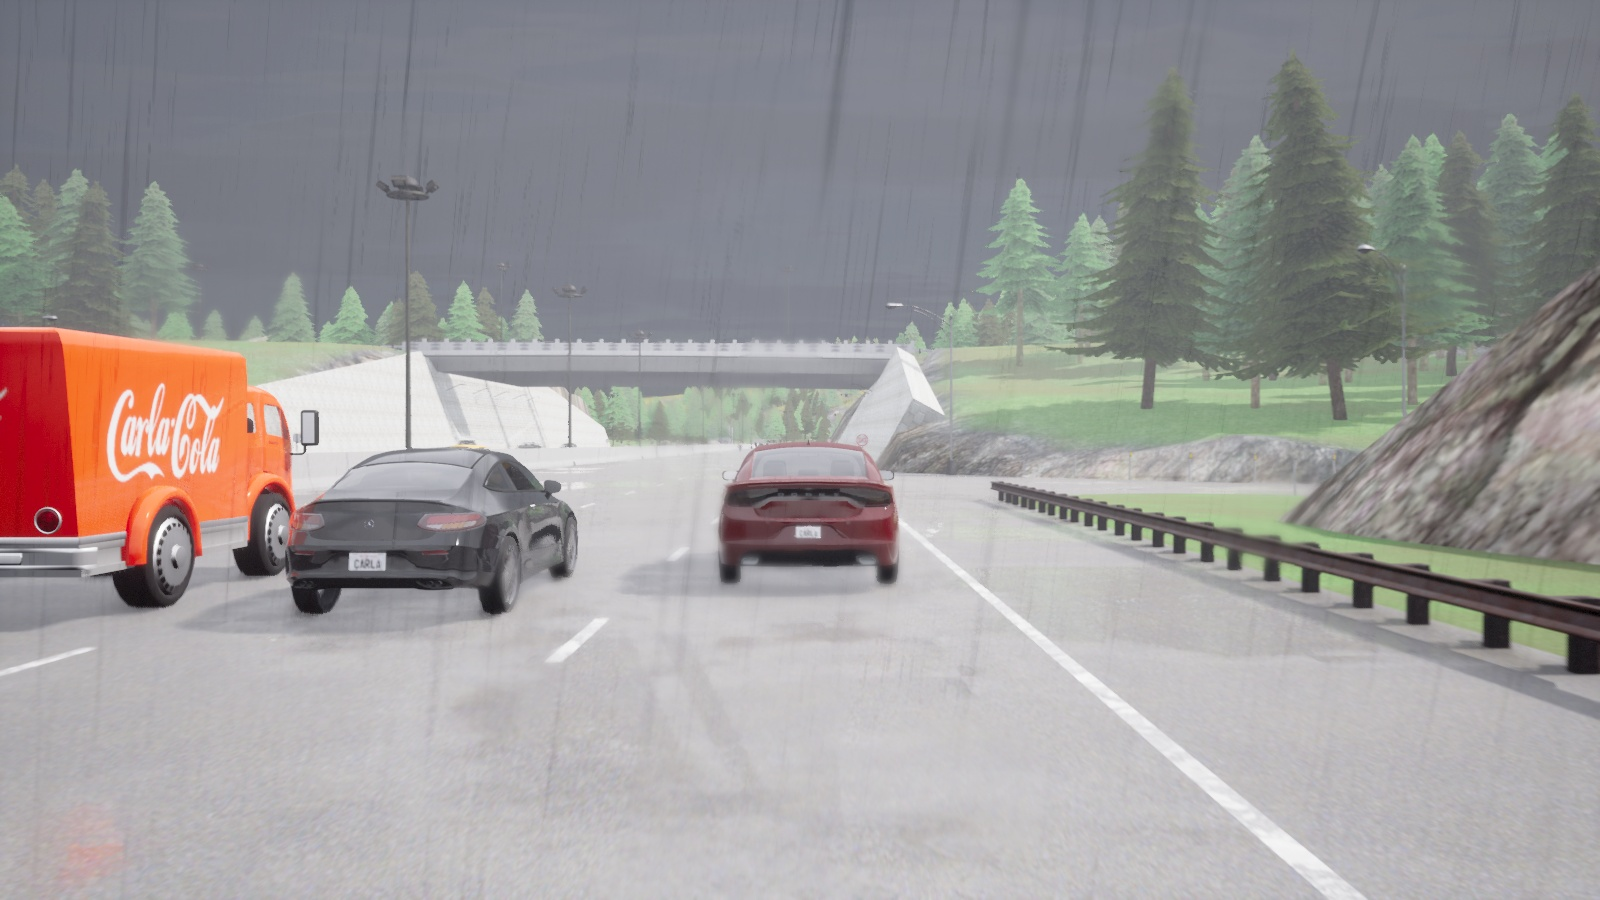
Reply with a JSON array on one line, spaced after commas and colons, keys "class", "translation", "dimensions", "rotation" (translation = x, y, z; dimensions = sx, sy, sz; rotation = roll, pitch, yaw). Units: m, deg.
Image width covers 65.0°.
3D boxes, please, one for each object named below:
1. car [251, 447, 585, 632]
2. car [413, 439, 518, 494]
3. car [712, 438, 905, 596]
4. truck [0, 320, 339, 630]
[{"class": "car", "translation": [-3.415, 0.700, 12.252], "dimensions": [1.812, 1.442, 4.674], "rotation": [0, 0, 0]}, {"class": "car", "translation": [-10.263, 0.457, 38.978], "dimensions": [1.801, 1.575, 5.366], "rotation": [0, 0, 0]}, {"class": "car", "translation": [0.099, 0.641, 14.774], "dimensions": [1.882, 1.535, 5.008], "rotation": [0, 0, 0]}, {"class": "truck", "translation": [-6.913, 0.183, 12.597], "dimensions": [2.627, 2.467, 5.204], "rotation": [0, 0, 0]}]
